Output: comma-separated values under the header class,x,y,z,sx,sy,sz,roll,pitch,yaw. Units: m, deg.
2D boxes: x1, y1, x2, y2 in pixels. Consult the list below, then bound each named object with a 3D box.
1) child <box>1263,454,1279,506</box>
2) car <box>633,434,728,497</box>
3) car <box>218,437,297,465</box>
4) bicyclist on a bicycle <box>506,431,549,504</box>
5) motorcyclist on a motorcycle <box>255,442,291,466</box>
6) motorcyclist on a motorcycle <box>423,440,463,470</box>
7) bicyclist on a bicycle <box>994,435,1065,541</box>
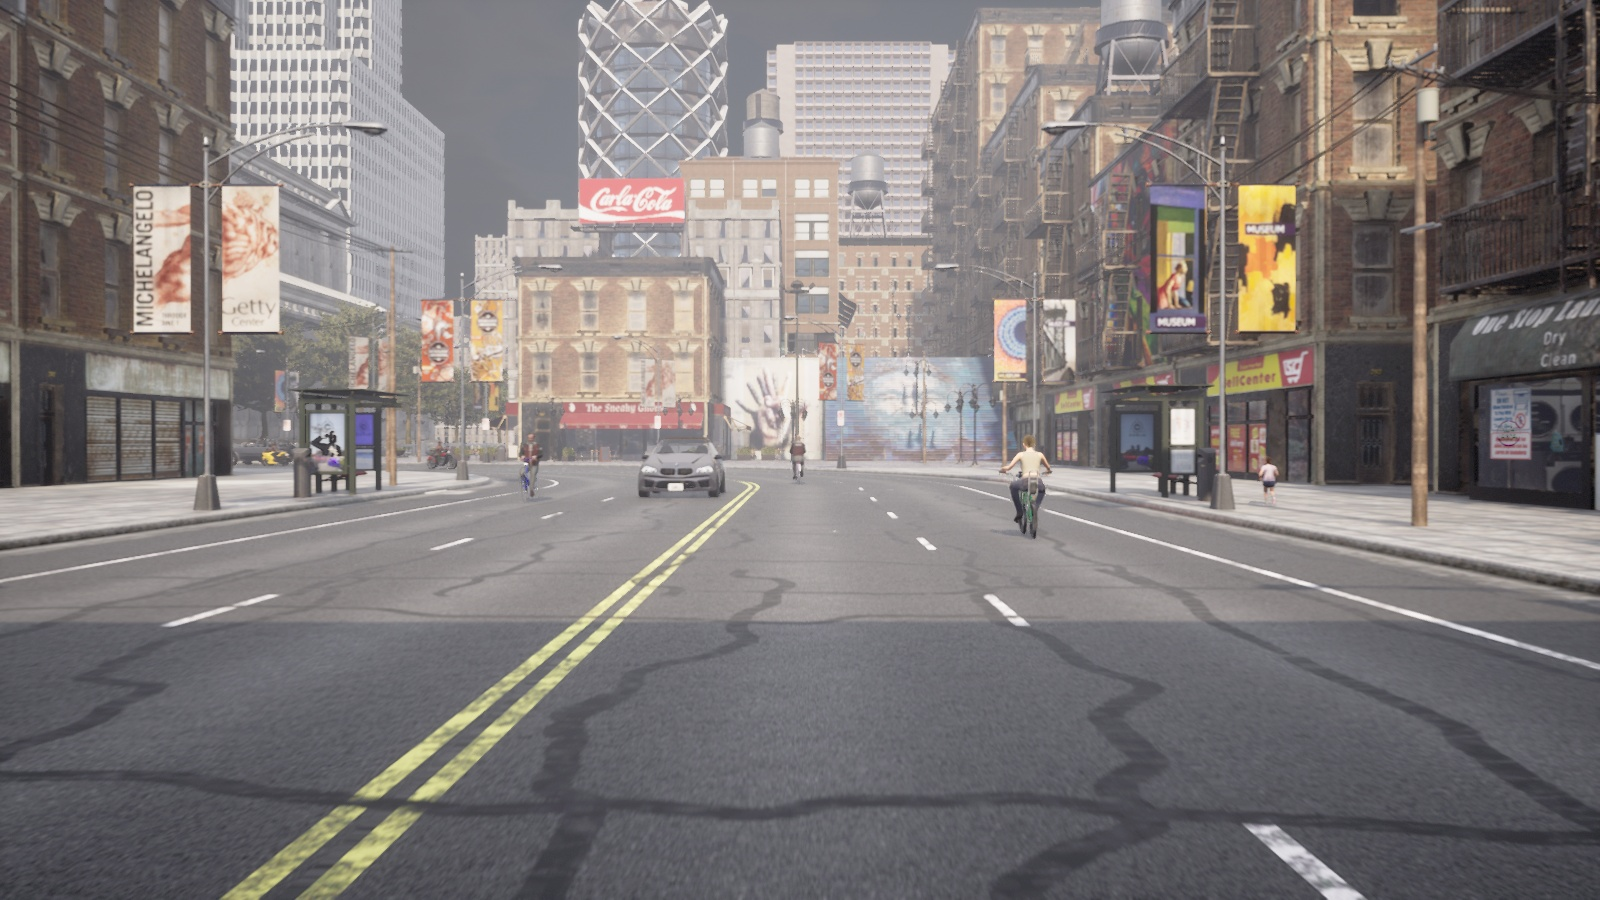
class,x,y,z,sx,sy,sz,roll,pitch,yaw
child,10.134,0.639,27.025,0.255,1.110,0.394,0,0,11
car,-3.296,0.388,35.487,2.242,1.667,4.611,0,0,0
car,-36.553,0.057,84.599,4.605,1.855,1.932,0,0,11
bicyclist on a bicycle,-6.825,0.434,31.516,0.659,1.776,1.843,0,0,0
motorcyclist on a motorcycle,-33.783,0.248,80.463,2.044,1.523,0.797,0,1,14
motorcyclist on a motorcycle,-20.115,0.282,70.792,2.350,1.649,0.766,0,1,32
bicyclist on a bicycle,3.614,0.574,19.912,0.866,1.612,1.509,0,0,1
